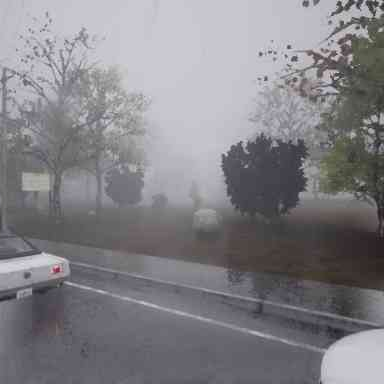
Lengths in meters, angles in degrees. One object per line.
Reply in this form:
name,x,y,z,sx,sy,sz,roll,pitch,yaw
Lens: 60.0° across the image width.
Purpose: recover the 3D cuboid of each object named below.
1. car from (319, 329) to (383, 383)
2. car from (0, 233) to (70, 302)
car,3.132,1.526,1.773,4.674,1.442,1.812,0,0,35
car,-4.933,1.601,7.513,4.718,1.301,1.895,0,0,36
